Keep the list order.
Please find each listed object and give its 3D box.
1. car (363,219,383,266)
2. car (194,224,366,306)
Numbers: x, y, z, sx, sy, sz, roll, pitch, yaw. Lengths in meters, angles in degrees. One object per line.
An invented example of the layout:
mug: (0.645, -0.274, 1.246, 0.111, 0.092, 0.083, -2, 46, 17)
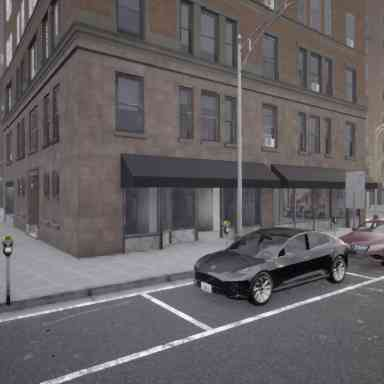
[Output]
car: (6.519, 1.582, 11.256, 4.206, 1.307, 1.802, 0, 0, -36)
car: (2.058, 1.566, 8.037, 4.313, 1.339, 1.947, 0, 0, -36)
